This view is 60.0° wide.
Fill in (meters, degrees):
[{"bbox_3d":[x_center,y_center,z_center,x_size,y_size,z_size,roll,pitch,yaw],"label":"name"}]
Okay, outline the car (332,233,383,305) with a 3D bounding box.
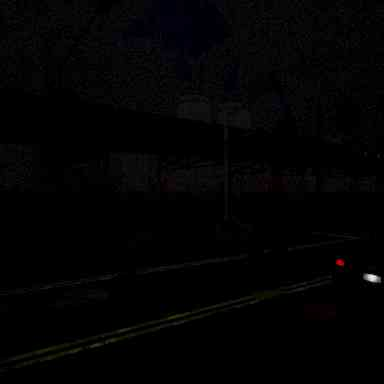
[{"bbox_3d":[4.967,1.564,7.317,4.181,1.385,1.994,0,0,-35],"label":"car"}]
